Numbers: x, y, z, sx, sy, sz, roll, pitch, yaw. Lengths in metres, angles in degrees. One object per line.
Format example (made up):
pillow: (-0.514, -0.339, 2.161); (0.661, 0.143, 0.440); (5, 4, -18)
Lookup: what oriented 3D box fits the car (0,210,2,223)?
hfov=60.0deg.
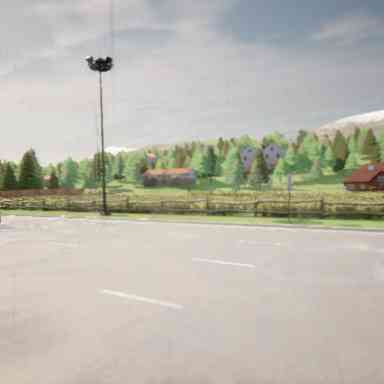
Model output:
car: (-14.377, 1.479, 21.615); (5.008, 1.535, 1.882); (-1, 1, 33)
